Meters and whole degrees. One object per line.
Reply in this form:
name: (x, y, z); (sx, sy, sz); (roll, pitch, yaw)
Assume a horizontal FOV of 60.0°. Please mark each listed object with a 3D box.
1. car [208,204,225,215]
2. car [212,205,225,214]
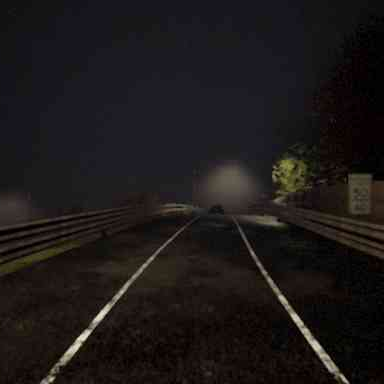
car: (3.171, 2.262, 42.783); (1.994, 1.385, 4.181); (0, -3, 6)
car: (4.280, 2.840, 52.969); (1.812, 1.442, 4.674); (0, -4, 7)
